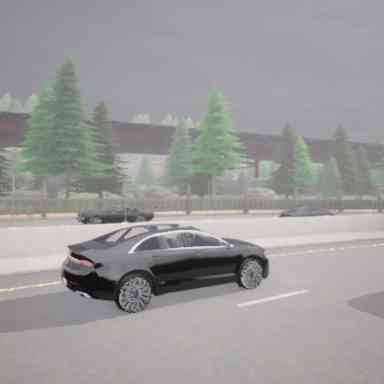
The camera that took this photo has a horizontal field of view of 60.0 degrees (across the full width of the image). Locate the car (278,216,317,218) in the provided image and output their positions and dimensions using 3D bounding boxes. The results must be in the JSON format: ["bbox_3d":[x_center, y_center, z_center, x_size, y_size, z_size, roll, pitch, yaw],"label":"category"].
[{"bbox_3d":[8.426,1.663,24.430,4.181,1.385,1.994,1,0,-24],"label":"car"}]

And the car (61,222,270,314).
[{"bbox_3d":[-0.348,1.479,7.561,4.902,1.511,2.128,1,0,-33],"label":"car"}]

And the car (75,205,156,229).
[{"bbox_3d":[-4.904,1.516,21.427,4.718,1.301,1.895,1,0,-31],"label":"car"}]
